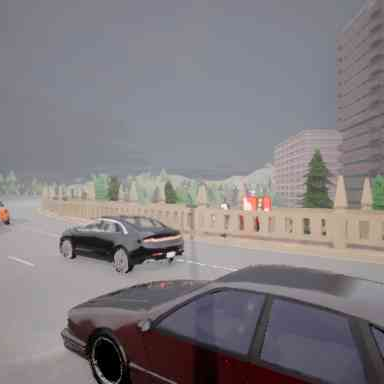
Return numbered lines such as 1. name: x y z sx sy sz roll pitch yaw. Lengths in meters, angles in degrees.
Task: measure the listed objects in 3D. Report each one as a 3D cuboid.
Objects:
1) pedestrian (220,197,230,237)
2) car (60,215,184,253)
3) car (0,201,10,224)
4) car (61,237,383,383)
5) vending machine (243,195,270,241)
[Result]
1. pedestrian: 1.522 1.141 15.510 0.375 1.860 0.375 0 0 41
2. car: -2.399 1.491 10.655 4.902 1.511 2.128 0 0 41
3. car: -14.468 1.351 23.659 2.097 1.767 4.553 0 0 -38
4. car: 0.898 1.548 3.462 5.357 1.411 2.033 0 0 36
5. vending machine: 3.112 1.195 16.008 0.880 2.100 1.100 0 0 41
